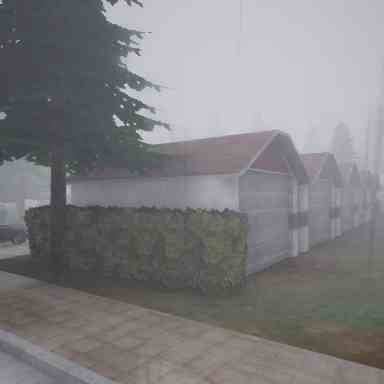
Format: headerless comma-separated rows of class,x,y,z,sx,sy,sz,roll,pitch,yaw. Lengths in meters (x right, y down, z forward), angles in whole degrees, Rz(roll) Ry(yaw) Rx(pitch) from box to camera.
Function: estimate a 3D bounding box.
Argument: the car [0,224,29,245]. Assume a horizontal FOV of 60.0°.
car,-10.321,1.961,16.050,1.812,1.442,4.674,-1,-1,36
